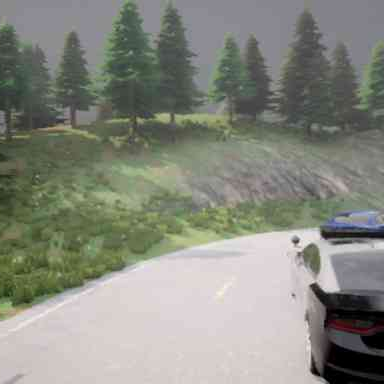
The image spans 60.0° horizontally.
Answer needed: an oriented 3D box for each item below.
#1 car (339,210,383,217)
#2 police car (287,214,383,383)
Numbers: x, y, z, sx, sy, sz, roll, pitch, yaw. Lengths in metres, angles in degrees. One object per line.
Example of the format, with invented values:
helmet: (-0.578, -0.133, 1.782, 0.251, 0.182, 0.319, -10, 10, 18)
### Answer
car: (6.667, 1.435, 12.861, 1.882, 1.535, 5.008, -2, -1, 44)
police car: (2.695, 1.412, 5.498, 1.930, 1.638, 5.238, -2, -1, 13)
